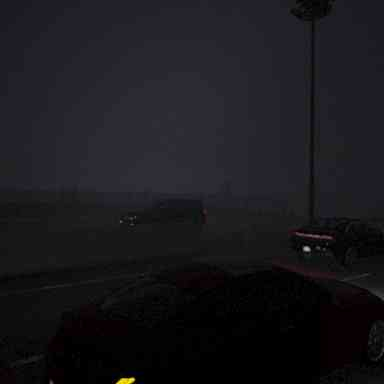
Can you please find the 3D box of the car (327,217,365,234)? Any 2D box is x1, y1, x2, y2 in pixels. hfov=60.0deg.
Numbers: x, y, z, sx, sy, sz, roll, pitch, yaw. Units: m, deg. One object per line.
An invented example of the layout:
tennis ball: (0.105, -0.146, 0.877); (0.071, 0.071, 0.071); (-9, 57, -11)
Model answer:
car: (17.562, 3.843, 37.887); (4.674, 1.442, 1.812); (10, -6, -35)

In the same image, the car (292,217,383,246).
car: (5.659, 1.693, 12.083); (4.902, 1.511, 2.128); (2, -1, -35)

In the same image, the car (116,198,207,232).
car: (-1.666, 1.379, 19.968); (5.566, 2.045, 2.150); (2, -1, -35)

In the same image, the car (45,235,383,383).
car: (0.683, 1.563, 4.233); (4.674, 1.442, 1.812); (1, -1, -35)

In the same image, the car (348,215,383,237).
car: (15.226, 2.869, 27.649); (4.892, 1.490, 1.837); (8, -5, -35)
